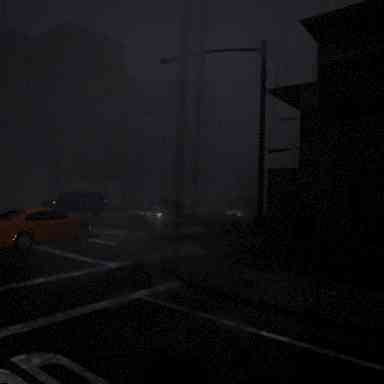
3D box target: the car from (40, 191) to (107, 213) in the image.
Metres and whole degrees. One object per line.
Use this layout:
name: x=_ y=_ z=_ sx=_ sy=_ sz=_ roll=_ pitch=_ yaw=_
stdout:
car: x=-9.597 y=0.917 z=27.180 sx=2.150 sy=2.045 sz=5.566 roll=2 pitch=0 yaw=37

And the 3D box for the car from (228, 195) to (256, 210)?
car: x=7.630 y=1.548 z=50.001 sx=2.150 sy=2.045 sz=5.566 roll=2 pitch=0 yaw=37

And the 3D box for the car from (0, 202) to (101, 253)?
car: x=-6.282 y=1.393 z=13.672 sx=1.882 sy=1.535 sz=5.008 roll=0 pitch=0 yaw=25

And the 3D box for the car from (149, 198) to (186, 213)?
car: x=-2.641 y=1.416 z=36.428 sx=1.837 sy=1.490 sz=4.892 roll=2 pitch=0 yaw=37
